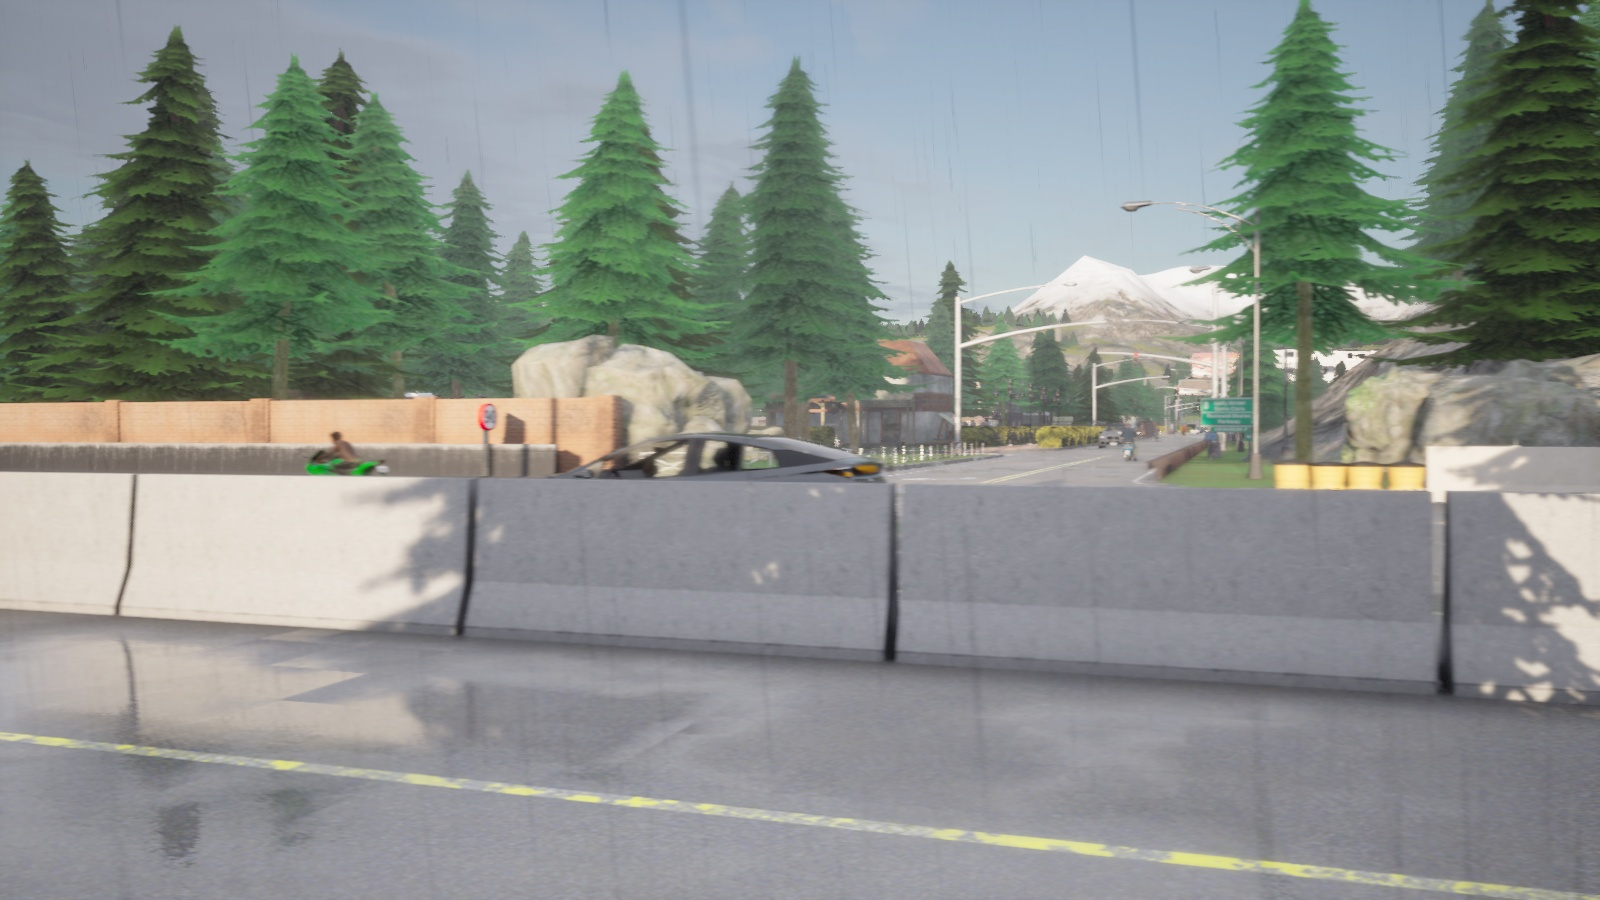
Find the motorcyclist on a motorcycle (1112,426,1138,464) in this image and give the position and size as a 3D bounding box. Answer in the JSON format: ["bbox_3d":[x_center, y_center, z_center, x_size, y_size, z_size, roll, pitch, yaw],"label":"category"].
[{"bbox_3d":[13.629,-0.221,52.621,0.866,1.590,1.817,1,1,19],"label":"motorcyclist on a motorcycle"}]

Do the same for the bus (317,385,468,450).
[{"bbox_3d":[-28.363,-2.254,87.217,10.273,4.253,3.944,1,1,28],"label":"bus"}]

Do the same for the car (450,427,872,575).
[{"bbox_3d":[-1.608,0.509,14.811,4.514,1.525,2.007,1,1,19],"label":"car"}]

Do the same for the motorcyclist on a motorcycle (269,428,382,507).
[{"bbox_3d":[-9.372,0.322,24.809,2.044,1.523,0.797,0,1,19],"label":"motorcyclist on a motorcycle"}]

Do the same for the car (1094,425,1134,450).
[{"bbox_3d":[21.593,-0.847,86.206,2.242,1.667,4.611,1,1,19],"label":"car"}]
